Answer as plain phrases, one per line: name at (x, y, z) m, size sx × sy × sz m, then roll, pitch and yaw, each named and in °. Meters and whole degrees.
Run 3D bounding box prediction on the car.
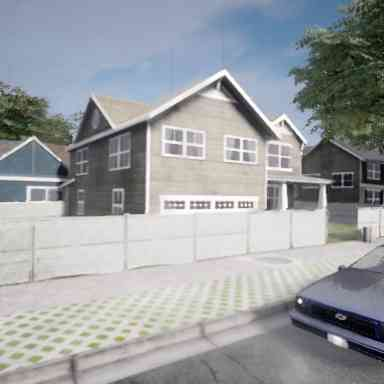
car at (4.147, 1.629, 5.935) m, size 5.357 × 1.411 × 2.033 m, roll 1°, pitch 0°, yaw -34°
